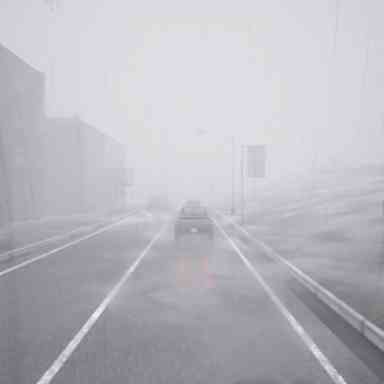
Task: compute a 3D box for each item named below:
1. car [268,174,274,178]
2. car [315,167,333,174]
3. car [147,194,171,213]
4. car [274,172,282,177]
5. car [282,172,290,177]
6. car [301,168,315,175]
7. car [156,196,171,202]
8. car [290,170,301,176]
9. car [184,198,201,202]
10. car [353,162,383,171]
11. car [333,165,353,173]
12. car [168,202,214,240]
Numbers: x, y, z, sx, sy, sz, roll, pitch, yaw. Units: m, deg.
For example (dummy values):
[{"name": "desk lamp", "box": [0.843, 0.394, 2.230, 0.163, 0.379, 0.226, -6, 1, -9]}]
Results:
[{"name": "car", "box": [21.727, -4.057, 84.408, 2.231, 1.521, 4.892, 0, 1, -1]}, {"name": "car", "box": [23.531, -3.542, 56.615, 2.163, 1.488, 4.792, 0, 1, -6]}, {"name": "car", "box": [-3.591, 1.206, 36.852, 2.150, 2.045, 5.566, 0, 0, 0]}, {"name": "car", "box": [21.856, -3.978, 78.890, 2.231, 1.521, 4.892, 0, 1, -1]}, {"name": "car", "box": [22.089, -3.841, 73.348, 2.002, 1.452, 4.674, 0, 1, -3]}, {"name": "car", "box": [22.911, -3.802, 62.305, 2.185, 1.767, 4.553, 0, 1, -5]}, {"name": "car", "box": [-6.833, 1.667, 78.652, 2.128, 1.511, 4.902, 0, -1, -21]}, {"name": "car", "box": [22.442, -3.779, 67.811, 2.097, 1.535, 5.008, 0, 1, -4]}, {"name": "car", "box": [0.098, 1.476, 40.578, 2.128, 1.511, 4.902, 0, 0, 0]}, {"name": "car", "box": [25.039, -3.369, 45.780, 2.231, 1.521, 4.892, 0, 1, -9]}, {"name": "car", "box": [24.234, -3.431, 51.141, 2.002, 1.452, 4.674, 0, 1, -7]}, {"name": "car", "box": [0.100, 1.485, 17.081, 2.128, 1.511, 4.902, 0, 0, 0]}]
